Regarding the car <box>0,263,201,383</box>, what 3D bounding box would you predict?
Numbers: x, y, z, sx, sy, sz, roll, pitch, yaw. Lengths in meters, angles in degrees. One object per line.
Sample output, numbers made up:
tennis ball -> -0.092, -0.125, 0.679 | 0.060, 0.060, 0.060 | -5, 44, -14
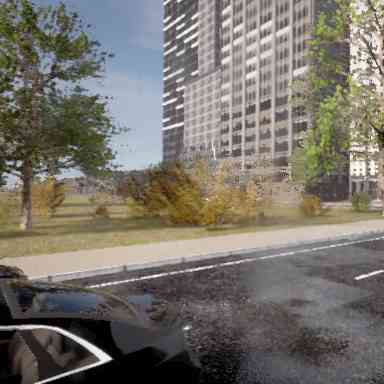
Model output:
car -> -2.209, 1.506, 2.109 | 4.892, 1.490, 1.837 | 0, 0, -35

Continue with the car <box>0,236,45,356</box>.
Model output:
car -> -4.455, 1.566, 4.499 | 4.181, 1.385, 1.994 | 0, 0, -35
